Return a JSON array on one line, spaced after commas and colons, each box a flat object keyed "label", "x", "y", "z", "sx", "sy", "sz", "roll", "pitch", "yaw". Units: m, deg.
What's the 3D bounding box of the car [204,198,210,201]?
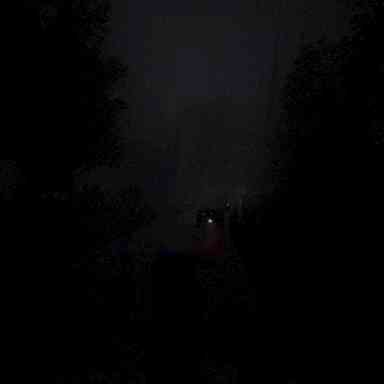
[{"label": "car", "x": 2.690, "y": 1.665, "z": 51.471, "sx": 1.895, "sy": 1.301, "sz": 4.718, "roll": 2, "pitch": 2, "yaw": 12}]

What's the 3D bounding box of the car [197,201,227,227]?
[{"label": "car", "x": 1.397, "y": 1.642, "z": 23.768, "sx": 1.837, "sy": 1.490, "sz": 4.892, "roll": 0, "pitch": 0, "yaw": 5}]

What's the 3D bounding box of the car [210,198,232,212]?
[{"label": "car", "x": 3.891, "y": 1.581, "z": 42.204, "sx": 2.097, "sy": 1.767, "sz": 4.553, "roll": 1, "pitch": 0, "yaw": 10}]
